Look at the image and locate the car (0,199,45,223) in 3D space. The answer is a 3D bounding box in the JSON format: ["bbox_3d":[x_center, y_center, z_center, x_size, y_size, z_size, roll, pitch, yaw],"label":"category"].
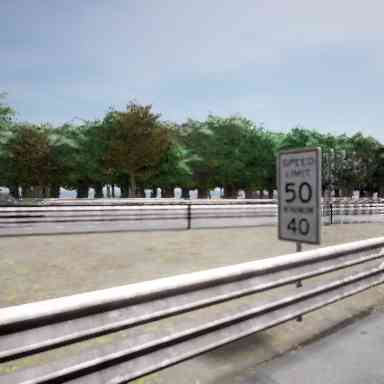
[{"bbox_3d":[-12.822,1.257,22.720,5.008,1.535,1.882,0,0,-22],"label":"car"}]

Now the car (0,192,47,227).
[{"bbox_3d":[-11.486,0.990,19.485,5.566,2.045,2.150,0,0,-22],"label":"car"}]
